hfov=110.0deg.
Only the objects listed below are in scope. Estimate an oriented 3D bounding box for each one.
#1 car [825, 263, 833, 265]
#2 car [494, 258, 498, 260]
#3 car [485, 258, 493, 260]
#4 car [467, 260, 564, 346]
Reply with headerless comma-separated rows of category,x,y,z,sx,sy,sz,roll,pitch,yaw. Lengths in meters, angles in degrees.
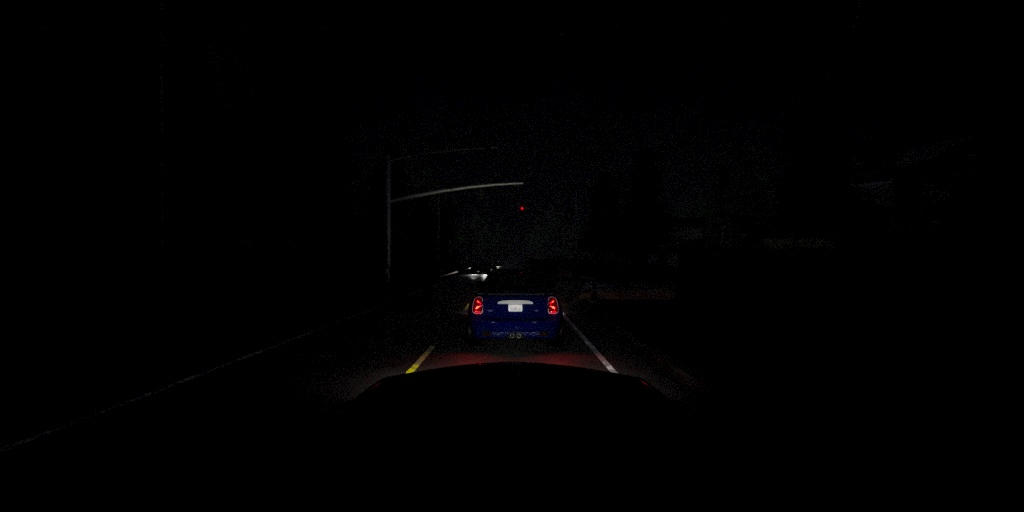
car,21.379,1.258,26.446,4.553,1.767,2.097,0,0,8
car,-3.587,1.225,56.345,1.882,1.535,5.008,0,1,0
car,-3.599,1.295,40.838,2.033,1.411,5.357,0,0,0
car,0.078,1.102,9.560,2.097,1.767,4.553,0,0,0
